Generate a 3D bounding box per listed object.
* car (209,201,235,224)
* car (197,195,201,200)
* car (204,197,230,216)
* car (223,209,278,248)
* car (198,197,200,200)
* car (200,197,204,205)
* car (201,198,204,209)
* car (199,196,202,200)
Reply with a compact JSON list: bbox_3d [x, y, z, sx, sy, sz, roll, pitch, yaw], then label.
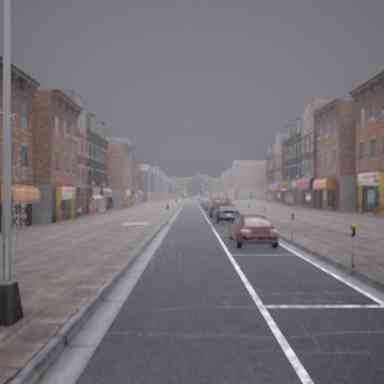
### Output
[{"bbox_3d":[2.577,1.638,25.530,1.947,1.339,4.313,0,0,0],"label":"car"},{"bbox_3d":[2.481,1.724,63.798,1.967,1.590,4.097,0,0,0],"label":"car"},{"bbox_3d":[2.562,1.410,30.997,2.192,1.841,5.009,0,0,0],"label":"car"},{"bbox_3d":[2.604,1.616,14.596,1.802,1.307,4.206,0,0,0],"label":"car"},{"bbox_3d":[2.495,1.829,58.331,1.802,1.307,4.206,0,0,0],"label":"car"},{"bbox_3d":[2.522,1.746,47.397,1.947,1.339,4.313,0,0,0],"label":"car"},{"bbox_3d":[2.535,1.694,41.931,1.887,1.381,4.507,0,0,0],"label":"car"},{"bbox_3d":[2.508,1.739,53.034,1.752,1.417,4.829,0,0,0],"label":"car"}]
